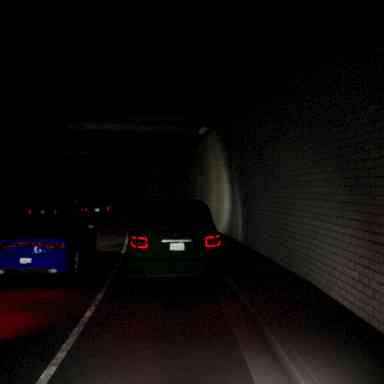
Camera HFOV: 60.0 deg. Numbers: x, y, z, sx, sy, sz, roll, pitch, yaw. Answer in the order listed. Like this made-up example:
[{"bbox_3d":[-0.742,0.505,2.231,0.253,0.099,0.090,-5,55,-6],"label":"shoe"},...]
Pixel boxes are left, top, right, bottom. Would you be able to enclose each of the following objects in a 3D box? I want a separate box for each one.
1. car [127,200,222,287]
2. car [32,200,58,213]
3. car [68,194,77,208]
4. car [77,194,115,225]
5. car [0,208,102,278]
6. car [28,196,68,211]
[{"bbox_3d":[-0.589,1.220,9.522,2.150,2.045,5.566,0,0,-6],"label":"car"},{"bbox_3d":[-17.116,1.601,38.591,1.895,1.301,4.718,0,0,-34],"label":"car"},{"bbox_3d":[-14.119,1.220,40.451,2.150,2.045,5.566,0,0,-35],"label":"car"},{"bbox_3d":[-6.678,1.223,23.619,2.150,2.045,5.566,0,0,-15],"label":"car"},{"bbox_3d":[-4.221,1.478,10.281,1.882,1.535,5.008,0,0,-7],"label":"car"},{"bbox_3d":[-10.456,1.356,24.041,2.097,1.767,4.553,0,0,-16],"label":"car"}]
